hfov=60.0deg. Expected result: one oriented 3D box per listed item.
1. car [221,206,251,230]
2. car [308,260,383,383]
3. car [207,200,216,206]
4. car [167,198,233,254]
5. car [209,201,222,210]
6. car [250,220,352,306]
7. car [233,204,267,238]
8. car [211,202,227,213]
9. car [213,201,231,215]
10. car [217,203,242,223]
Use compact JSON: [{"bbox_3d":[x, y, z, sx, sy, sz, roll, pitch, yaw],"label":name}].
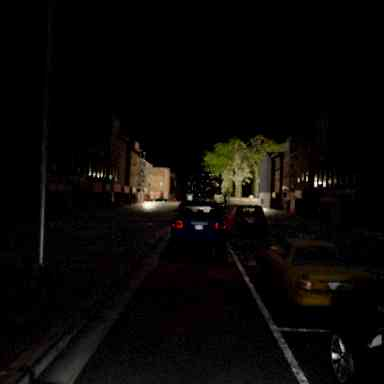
[{"bbox_3d":[3.223,1.898,25.214,1.752,1.417,4.829,2,-1,2],"label":"car"},{"bbox_3d":[2.614,1.689,2.563,1.947,1.339,4.313,2,-1,2],"label":"car"},{"bbox_3d":[4.719,2.709,81.239,1.947,1.339,4.313,1,-1,2],"label":"car"},{"bbox_3d":[0.317,1.378,14.510,2.150,2.045,5.566,2,-1,2],"label":"car"},{"bbox_3d":[4.119,2.355,58.762,2.008,1.369,4.403,1,-1,2],"label":"car"},{"bbox_3d":[2.771,1.711,8.354,1.752,1.417,4.829,2,-1,2],"label":"car"},{"bbox_3d":[3.073,1.622,19.427,2.192,1.841,5.009,2,-1,2],"label":"car"},{"bbox_3d":[3.819,2.202,47.523,2.008,1.369,4.403,2,-1,2],"label":"car"},{"bbox_3d":[3.672,2.017,41.905,1.967,1.590,4.097,2,-1,2],"label":"car"},{"bbox_3d":[3.371,1.878,30.666,1.967,1.590,4.097,2,-1,2],"label":"car"}]
